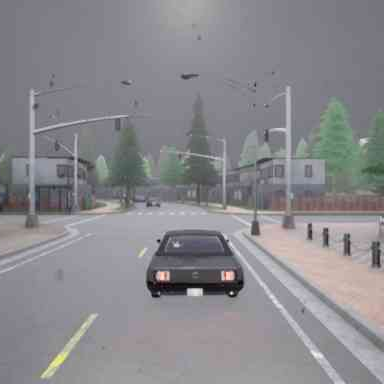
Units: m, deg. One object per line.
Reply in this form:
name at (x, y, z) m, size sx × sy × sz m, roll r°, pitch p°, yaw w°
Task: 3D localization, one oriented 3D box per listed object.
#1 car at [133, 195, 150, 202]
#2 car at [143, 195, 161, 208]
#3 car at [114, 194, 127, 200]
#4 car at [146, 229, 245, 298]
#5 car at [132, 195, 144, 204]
car at (-10.992, 1.394, 72.041) m, size 1.994 × 1.385 × 4.181 m, roll 0°, pitch 0°, yaw -36°
car at (-5.218, 1.388, 45.190) m, size 2.128 × 1.511 × 4.902 m, roll 0°, pitch 0°, yaw -8°
car at (-16.999, 1.198, 80.099) m, size 4.674 × 1.442 × 1.812 m, roll 0°, pitch 0°, yaw 45°
car at (0.029, 1.588, 8.449) m, size 1.895 × 1.301 × 4.718 m, roll 0°, pitch 0°, yaw -1°
car at (-9.871, 1.375, 62.063) m, size 1.837 × 1.490 × 4.892 m, roll 0°, pitch 0°, yaw -23°
